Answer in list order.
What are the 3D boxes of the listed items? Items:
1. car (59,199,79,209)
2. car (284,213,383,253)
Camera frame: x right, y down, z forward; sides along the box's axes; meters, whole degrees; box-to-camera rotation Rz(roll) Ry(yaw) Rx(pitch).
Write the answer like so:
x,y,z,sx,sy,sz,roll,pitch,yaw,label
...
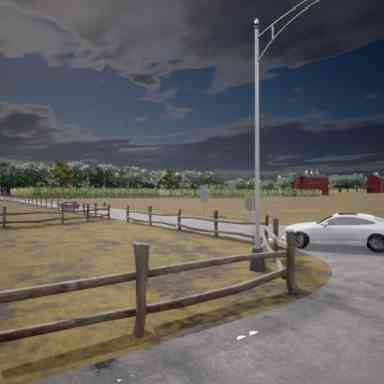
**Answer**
x,y,z,sx,sy,sz,roll,pitch,yaw,label
-18.565,1.771,50.074,2.033,1.411,5.357,-1,1,-35,car
6.323,1.623,14.093,4.674,1.442,1.812,-1,0,25,car
